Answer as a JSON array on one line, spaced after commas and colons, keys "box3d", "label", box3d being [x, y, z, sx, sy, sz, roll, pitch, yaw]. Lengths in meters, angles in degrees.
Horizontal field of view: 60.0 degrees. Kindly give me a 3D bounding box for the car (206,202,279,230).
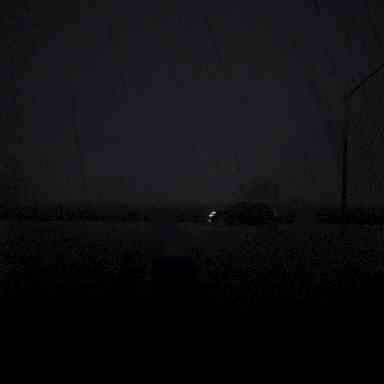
[{"box3d": [3.175, 1.403, 21.559, 4.553, 1.767, 2.097, 1, 0, 0], "label": "car"}]
